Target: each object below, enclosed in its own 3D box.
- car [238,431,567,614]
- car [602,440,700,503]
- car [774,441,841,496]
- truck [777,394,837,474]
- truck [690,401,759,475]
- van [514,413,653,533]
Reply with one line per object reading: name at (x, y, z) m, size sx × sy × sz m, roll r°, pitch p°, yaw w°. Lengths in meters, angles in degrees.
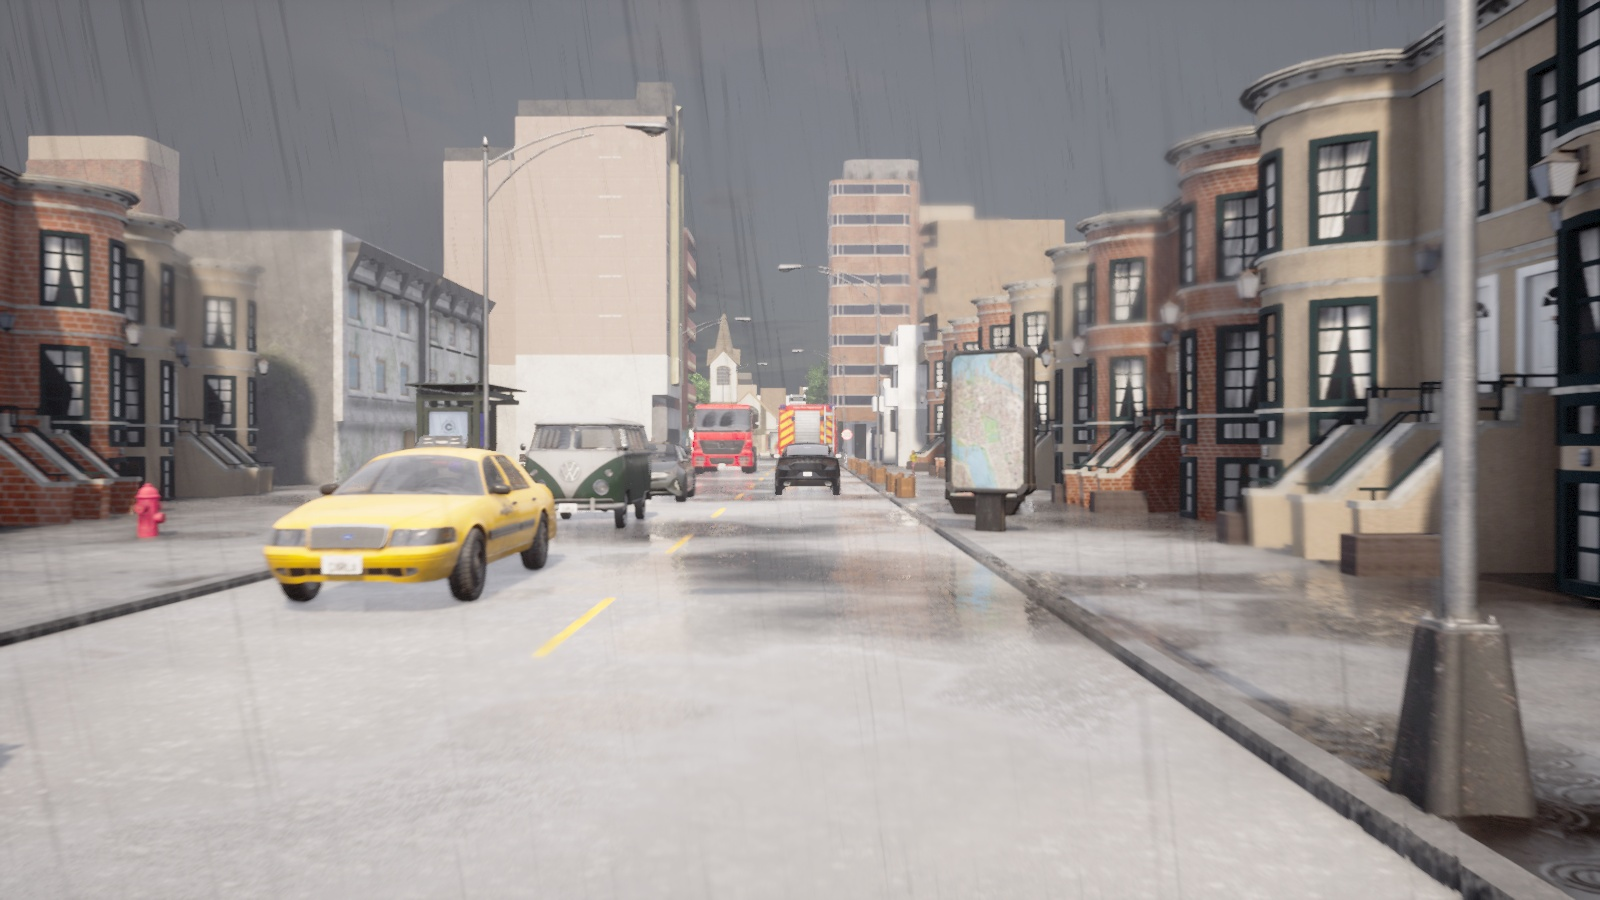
car at (-3.908, 0.607, 13.461) m, size 1.801 × 1.575 × 5.366 m, roll 0°, pitch 0°, yaw 0°
car at (-3.799, 0.505, 32.850) m, size 2.007 × 1.525 × 4.514 m, roll 0°, pitch 0°, yaw 0°
car at (0.229, 0.512, 37.771) m, size 1.882 × 1.535 × 5.008 m, roll 0°, pitch 0°, yaw 0°
truck at (0.362, -0.779, 64.351) m, size 2.891 × 3.827 × 8.468 m, roll 0°, pitch 0°, yaw 0°
truck at (-3.645, -0.589, 62.470) m, size 2.891 × 3.462 × 7.936 m, roll 0°, pitch 0°, yaw 0°
van at (-3.854, 0.367, 23.100) m, size 1.775 × 1.987 × 4.442 m, roll 0°, pitch 0°, yaw 0°
